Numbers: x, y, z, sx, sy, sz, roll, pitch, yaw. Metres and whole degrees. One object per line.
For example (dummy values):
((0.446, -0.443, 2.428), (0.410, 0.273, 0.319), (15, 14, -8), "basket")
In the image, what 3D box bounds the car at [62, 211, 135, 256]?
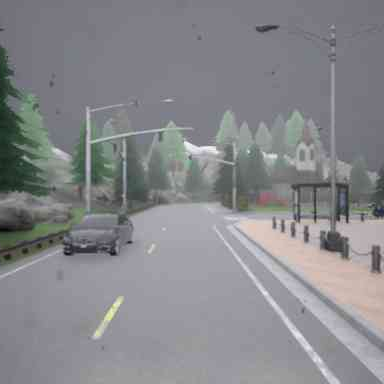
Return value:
((-3.521, 1.547, 13.289), (1.837, 1.490, 4.892), (0, -1, 0), "car")

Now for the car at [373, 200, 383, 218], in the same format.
((18.331, 1.421, 28.811), (4.553, 1.767, 2.097), (0, 0, 0), "car")
